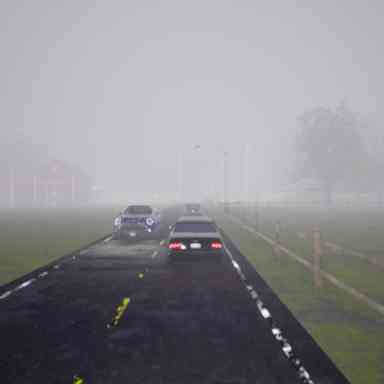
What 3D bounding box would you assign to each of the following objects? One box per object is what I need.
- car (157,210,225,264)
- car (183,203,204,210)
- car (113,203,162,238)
[{"bbox_3d":[0.098,1.602,12.032,2.033,1.411,5.357,0,0,0],"label":"car"},{"bbox_3d":[0.099,1.710,31.148,2.033,1.411,5.357,0,0,0],"label":"car"},{"bbox_3d":[-2.836,1.440,18.158,2.097,1.767,4.553,0,0,0],"label":"car"}]
